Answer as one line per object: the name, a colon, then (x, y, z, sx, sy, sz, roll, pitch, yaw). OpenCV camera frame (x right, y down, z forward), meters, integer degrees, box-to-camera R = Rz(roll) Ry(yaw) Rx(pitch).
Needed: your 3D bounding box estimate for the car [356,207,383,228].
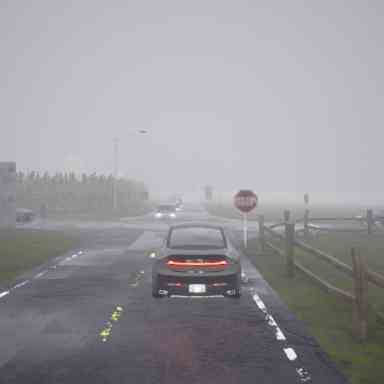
car: (14.614, 1.795, 24.328, 4.902, 1.511, 2.128, 1, -1, 0)

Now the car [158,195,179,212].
car: (-2.885, 1.483, 38.734, 1.882, 1.535, 5.008, 0, 0, 0)

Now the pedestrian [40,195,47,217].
pedestrian: (-12.195, 1.140, 27.240, 0.375, 1.860, 0.375, 0, -2, 0)

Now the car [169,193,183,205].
car: (-2.885, 1.230, 59.684, 2.150, 2.045, 5.566, 0, 0, 1)

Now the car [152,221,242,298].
car: (0.094, 1.506, 8.468, 1.837, 1.490, 4.892, 0, 0, 0)

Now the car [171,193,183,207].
car: (-2.888, 1.359, 49.020, 2.097, 1.767, 4.553, 0, 0, 0)

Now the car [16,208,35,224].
car: (-12.568, 1.267, 21.032, 5.008, 1.535, 1.882, 1, -1, 3)
